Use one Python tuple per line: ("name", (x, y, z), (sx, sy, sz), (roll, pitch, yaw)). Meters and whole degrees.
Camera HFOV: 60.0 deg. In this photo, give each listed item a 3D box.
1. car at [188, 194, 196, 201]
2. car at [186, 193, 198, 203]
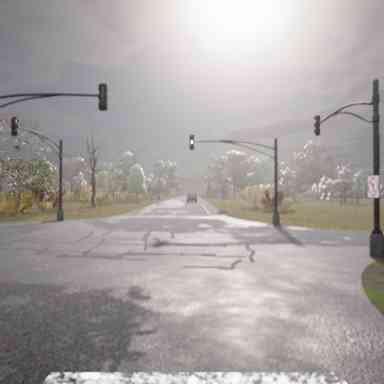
("car", (0.028, 1.267, 78.458), (1.882, 1.535, 5.008), (0, 0, 0))
("car", (0.025, 1.175, 68.067), (2.150, 2.045, 5.566), (0, 0, 0))
